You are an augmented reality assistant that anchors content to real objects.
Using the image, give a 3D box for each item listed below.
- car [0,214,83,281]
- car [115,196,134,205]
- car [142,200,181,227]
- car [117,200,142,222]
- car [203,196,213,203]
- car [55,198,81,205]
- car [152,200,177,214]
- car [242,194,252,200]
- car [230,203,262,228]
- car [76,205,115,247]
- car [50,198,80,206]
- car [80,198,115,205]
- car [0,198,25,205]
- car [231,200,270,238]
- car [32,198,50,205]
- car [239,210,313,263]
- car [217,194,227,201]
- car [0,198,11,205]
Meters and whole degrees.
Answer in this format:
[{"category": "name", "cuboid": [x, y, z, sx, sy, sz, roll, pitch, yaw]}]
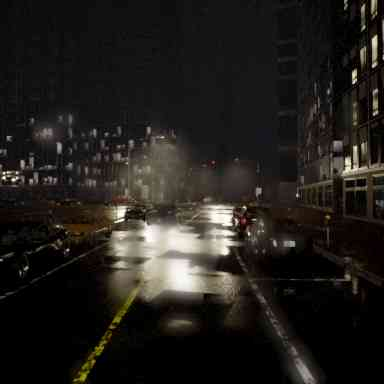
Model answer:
[{"category": "car", "cuboid": [-5.121, 1.574, 9.985, 1.947, 1.339, 4.313, 1, 0, 2]}, {"category": "car", "cuboid": [-13.181, 1.574, 61.468, 5.009, 1.841, 2.192, 0, -1, 15]}, {"category": "car", "cuboid": [-1.834, 1.524, 22.855, 1.837, 1.490, 4.892, 0, 0, 4]}, {"category": "car", "cuboid": [-4.126, 1.578, 26.408, 2.008, 1.369, 4.403, 1, 0, 5]}, {"category": "car", "cuboid": [3.567, 1.674, 73.822, 1.752, 1.417, 4.829, 1, 0, 14]}, {"category": "car", "cuboid": [-23.971, 1.882, 64.423, 4.403, 1.369, 2.008, 0, -1, 15]}, {"category": "car", "cuboid": [-3.000, 1.594, 37.165, 2.008, 1.369, 4.403, 1, 0, 7]}, {"category": "car", "cuboid": [12.567, 1.439, 76.065, 2.192, 1.841, 5.009, 1, 0, 15]}, {"category": "car", "cuboid": [3.655, 1.556, 23.227, 1.887, 1.381, 4.507, 1, 0, 5]}, {"category": "car", "cuboid": [-4.892, 1.540, 15.308, 1.752, 1.417, 4.829, 1, 0, 3]}, {"category": "car", "cuboid": [-20.650, 1.695, 55.342, 4.403, 1.369, 2.008, 0, -1, 15]}, {"category": "car", "cuboid": [-15.257, 1.674, 53.864, 4.313, 1.339, 1.947, 0, -1, 15]}, {"category": "car", "cuboid": [-31.436, 1.766, 58.300, 4.403, 1.369, 2.008, 0, -1, 15]}, {"category": "car", "cuboid": [3.267, 1.448, 17.598, 1.967, 1.590, 4.097, 1, 0, 4]}, {"category": "car", "cuboid": [-29.530, 1.893, 65.947, 4.829, 1.417, 1.752, 0, -1, 15]}, {"category": "car", "cuboid": [2.976, 1.570, 11.918, 1.947, 1.339, 4.313, 1, 0, 2]}, {"category": "car", "cuboid": [8.124, 1.529, 89.912, 2.192, 1.841, 5.009, 1, 0, 16]}, {"category": "car", "cuboid": [-40.157, 1.989, 68.861, 4.403, 1.369, 2.008, 0, -1, 15]}]
